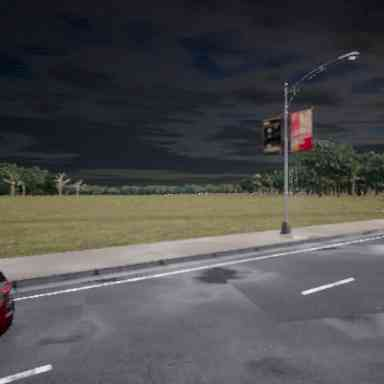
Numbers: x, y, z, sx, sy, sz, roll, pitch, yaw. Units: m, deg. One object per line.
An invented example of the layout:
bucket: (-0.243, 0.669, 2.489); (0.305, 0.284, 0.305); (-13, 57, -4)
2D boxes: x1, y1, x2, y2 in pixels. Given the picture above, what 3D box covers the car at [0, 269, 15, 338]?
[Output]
car: (-4.681, 1.569, 4.340); (4.181, 1.385, 1.994); (0, 0, -36)
